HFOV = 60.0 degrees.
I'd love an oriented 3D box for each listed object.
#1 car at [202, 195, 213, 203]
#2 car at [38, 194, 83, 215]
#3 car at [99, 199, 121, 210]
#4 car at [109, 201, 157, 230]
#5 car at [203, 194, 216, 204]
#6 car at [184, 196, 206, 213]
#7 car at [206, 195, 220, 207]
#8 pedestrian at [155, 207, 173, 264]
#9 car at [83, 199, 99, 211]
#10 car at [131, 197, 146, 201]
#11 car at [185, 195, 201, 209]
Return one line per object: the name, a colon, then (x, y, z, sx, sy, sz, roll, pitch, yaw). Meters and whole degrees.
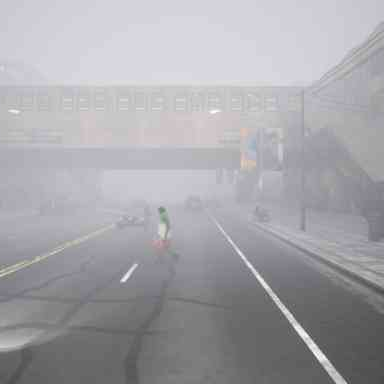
car: (3.142, 1.480, 69.708, 2.097, 1.535, 5.008, 0, 0, 0)
car: (-13.505, 1.229, 33.913, 2.435, 2.045, 5.566, 0, 0, 0)
car: (-10.466, 1.564, 43.678, 1.994, 1.385, 4.181, 0, 0, 1)
car: (-3.373, 1.547, 20.812, 2.033, 1.411, 5.357, 0, 0, 0)
car: (3.269, 1.354, 63.283, 2.185, 1.767, 4.553, 0, 0, 0)
car: (0.178, 1.354, 37.008, 2.097, 1.767, 4.553, 0, 0, 1)
car: (3.214, 1.481, 52.507, 2.231, 1.521, 4.892, 0, 0, 10)
pedestrian: (-0.873, 1.294, 10.435, 0.375, 1.860, 0.375, 0, 0, 0)
car: (-13.537, 1.595, 41.309, 1.895, 1.301, 4.718, 0, 0, 0)
car: (-6.970, 1.477, 43.240, 1.882, 1.535, 5.008, 0, 0, 1)
car: (0.208, 1.352, 47.157, 2.097, 1.767, 4.553, 0, 0, 1)
